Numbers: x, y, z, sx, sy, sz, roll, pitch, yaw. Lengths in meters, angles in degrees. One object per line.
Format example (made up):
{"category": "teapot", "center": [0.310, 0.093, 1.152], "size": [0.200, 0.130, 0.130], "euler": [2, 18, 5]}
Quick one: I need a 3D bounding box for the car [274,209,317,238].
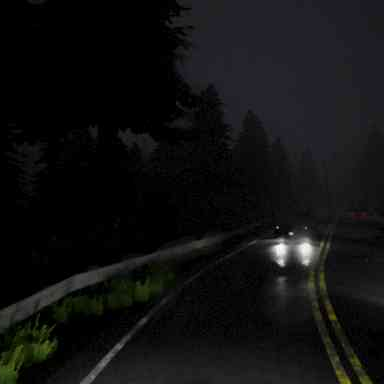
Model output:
{"category": "car", "center": [5.992, 1.662, 18.809], "size": [2.033, 1.411, 5.357], "euler": [-2, -1, 25]}

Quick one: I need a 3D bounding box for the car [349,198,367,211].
{"category": "car", "center": [19.876, 1.507, 39.948], "size": [2.128, 1.511, 4.902], "euler": [-2, -1, 27]}
